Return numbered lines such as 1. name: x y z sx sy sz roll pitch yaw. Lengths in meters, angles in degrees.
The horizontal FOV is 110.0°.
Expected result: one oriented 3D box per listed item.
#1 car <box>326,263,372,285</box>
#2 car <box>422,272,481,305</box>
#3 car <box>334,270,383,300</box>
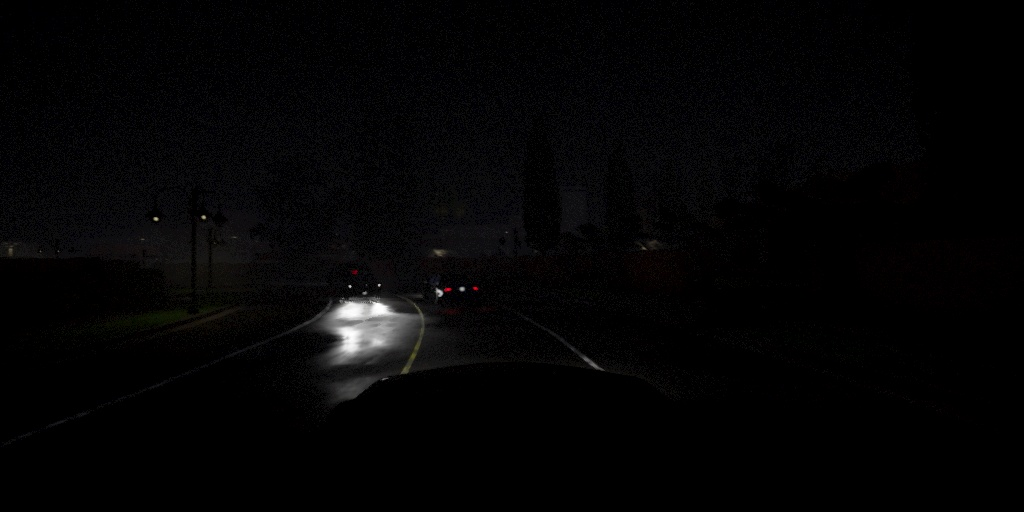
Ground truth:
1. car: -15.173 1.653 33.436 5.566 2.045 2.150 -2 -2 39
2. car: -3.127 1.512 17.682 2.033 1.411 5.357 0 -1 -24
3. car: -8.896 1.698 20.806 1.895 1.301 4.718 0 -1 -32
